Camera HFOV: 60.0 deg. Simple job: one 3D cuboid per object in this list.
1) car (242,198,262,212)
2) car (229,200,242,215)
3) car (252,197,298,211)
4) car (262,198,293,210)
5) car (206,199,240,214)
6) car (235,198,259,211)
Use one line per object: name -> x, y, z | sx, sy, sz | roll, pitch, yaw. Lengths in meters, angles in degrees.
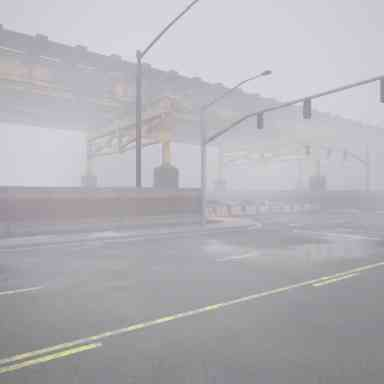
car -> 6.084, 1.453, 36.393 | 2.038, 1.542, 4.974 | 0, 0, 18
car -> 2.339, 1.453, 33.708 | 4.974, 1.542, 2.038 | 0, 0, 8
car -> 9.995, 1.453, 40.152 | 4.974, 1.542, 2.038 | 0, 0, -7
car -> 9.944, 1.295, 40.145 | 4.536, 1.218, 1.853 | 0, 0, -7
car -> 2.288, 1.295, 33.715 | 4.536, 1.218, 1.853 | 0, 0, 8
car -> 6.100, 1.295, 36.442 | 1.853, 1.218, 4.536 | 0, 0, 18
